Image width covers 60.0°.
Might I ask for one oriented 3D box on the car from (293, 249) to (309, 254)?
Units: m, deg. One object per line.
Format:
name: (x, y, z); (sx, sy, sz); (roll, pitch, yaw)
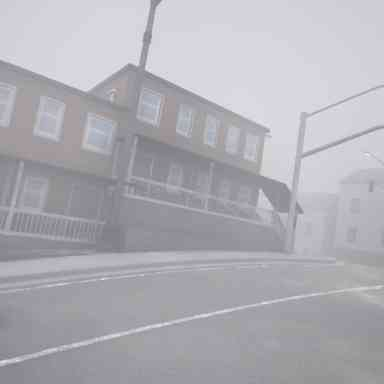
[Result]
car: (8.833, 5.851, 30.370); (2.128, 1.511, 4.902); (13, -16, -34)
